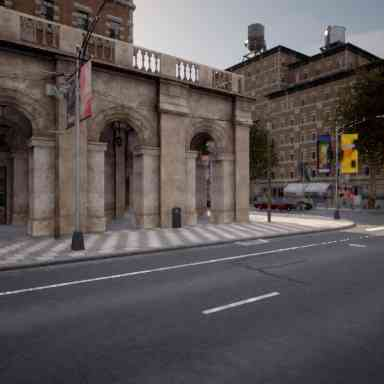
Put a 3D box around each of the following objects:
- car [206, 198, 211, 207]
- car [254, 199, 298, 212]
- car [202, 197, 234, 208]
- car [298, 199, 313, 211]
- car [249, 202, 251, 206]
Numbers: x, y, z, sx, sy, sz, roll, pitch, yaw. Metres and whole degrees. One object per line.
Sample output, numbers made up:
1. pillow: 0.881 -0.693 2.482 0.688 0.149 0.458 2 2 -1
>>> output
1. car: 1.151 1.595 46.040 1.895 1.301 4.718 0 0 -36
2. car: 9.689 1.601 39.554 1.895 1.301 4.718 0 0 -36
3. car: 3.679 1.505 47.921 1.837 1.490 4.892 0 0 -36
4. car: 12.787 1.564 41.242 1.994 1.385 4.181 0 0 -36
5. car: 6.756 1.564 49.637 1.994 1.385 4.181 0 0 -36
